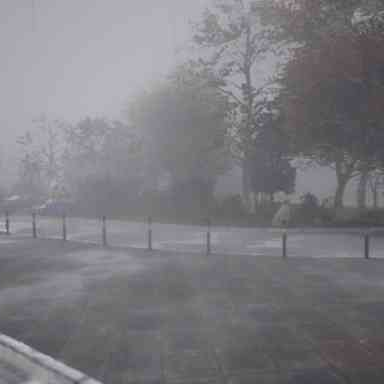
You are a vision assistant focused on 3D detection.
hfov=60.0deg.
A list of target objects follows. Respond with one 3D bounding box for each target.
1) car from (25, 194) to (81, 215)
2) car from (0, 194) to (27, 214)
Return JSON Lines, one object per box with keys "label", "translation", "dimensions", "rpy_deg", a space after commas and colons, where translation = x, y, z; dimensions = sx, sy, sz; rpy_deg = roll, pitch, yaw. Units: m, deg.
{"label": "car", "translation": [-12.995, 1.314, 31.881], "dimensions": [2.185, 1.767, 4.553], "rpy_deg": [1, 0, 34]}
{"label": "car", "translation": [-17.741, 1.205, 35.181], "dimensions": [2.435, 2.045, 5.566], "rpy_deg": [0, 0, 34]}
